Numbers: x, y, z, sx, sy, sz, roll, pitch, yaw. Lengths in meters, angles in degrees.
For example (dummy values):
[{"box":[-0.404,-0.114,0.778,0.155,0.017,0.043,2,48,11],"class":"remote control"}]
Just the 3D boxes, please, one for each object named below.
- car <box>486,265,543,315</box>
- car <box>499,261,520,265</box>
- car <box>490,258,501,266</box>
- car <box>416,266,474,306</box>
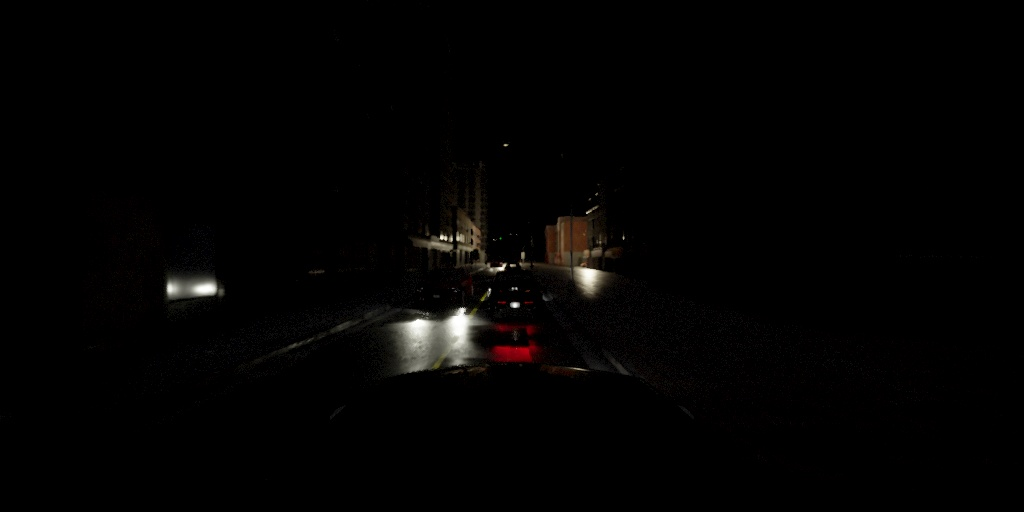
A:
[{"box":[0.091,1.263,13.498,1.837,1.490,4.892,0,0,0],"class":"car"},{"box":[0.100,1.357,35.428,2.033,1.411,5.357,0,0,0],"class":"car"},{"box":[-2.754,1.236,63.903,2.097,1.767,4.553,0,0,0],"class":"car"},{"box":[-2.850,1.240,16.003,1.882,1.535,5.008,0,0,0],"class":"car"}]
